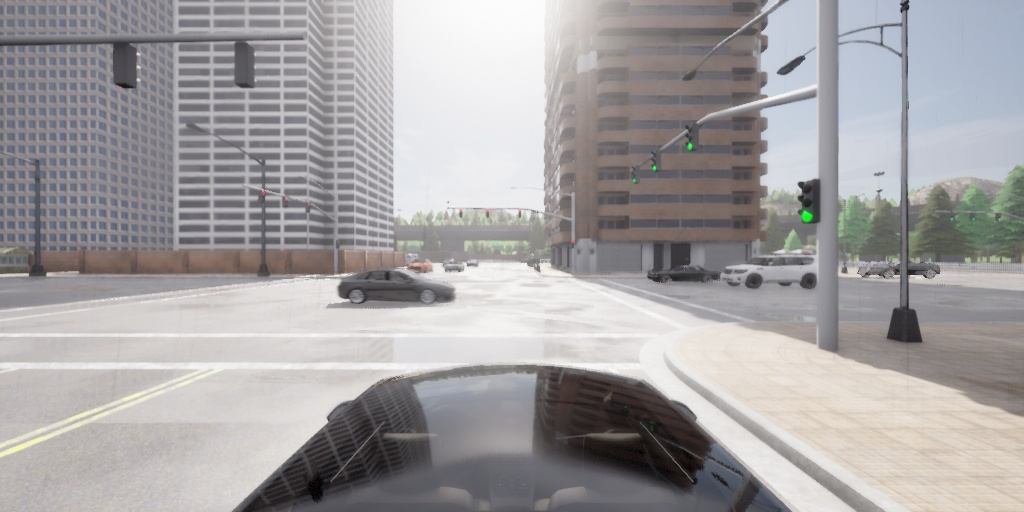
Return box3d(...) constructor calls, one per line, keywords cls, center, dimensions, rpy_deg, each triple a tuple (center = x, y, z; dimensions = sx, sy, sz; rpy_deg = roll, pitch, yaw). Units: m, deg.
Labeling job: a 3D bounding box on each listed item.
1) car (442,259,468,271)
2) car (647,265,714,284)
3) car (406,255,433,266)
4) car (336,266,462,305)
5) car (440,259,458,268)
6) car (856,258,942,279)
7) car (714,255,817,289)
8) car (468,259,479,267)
box3d(cls="car", center=(-7.082, 1.317, 44.395), dimensions=(1.895, 1.301, 4.718), rpy_deg=(0, 0, 0))
box3d(cls="car", center=(12.292, 1.332, 25.842), dimensions=(4.718, 1.301, 1.895), rpy_deg=(0, 0, 0))
box3d(cls="car", center=(-10.588, 1.074, 41.535), dimensions=(2.097, 1.767, 4.553), rpy_deg=(0, 0, 0))
box3d(cls="car", center=(-4.863, 1.312, 15.341), dimensions=(4.892, 1.490, 1.837), rpy_deg=(1, 0, 0))
box3d(cls="car", center=(-10.551, 1.196, 60.487), dimensions=(2.128, 1.511, 4.902), rpy_deg=(0, 0, 1))
box3d(cls="car", center=(27.592, 0.871, 25.669), dimensions=(4.902, 1.511, 2.128), rpy_deg=(0, 0, 0))
box3d(cls="car", center=(16.143, 0.956, 22.317), dimensions=(5.566, 2.045, 2.150), rpy_deg=(0, 0, 0))
box3d(cls="car", center=(-7.018, 1.248, 64.166), dimensions=(2.033, 1.411, 5.357), rpy_deg=(0, 0, 0))
